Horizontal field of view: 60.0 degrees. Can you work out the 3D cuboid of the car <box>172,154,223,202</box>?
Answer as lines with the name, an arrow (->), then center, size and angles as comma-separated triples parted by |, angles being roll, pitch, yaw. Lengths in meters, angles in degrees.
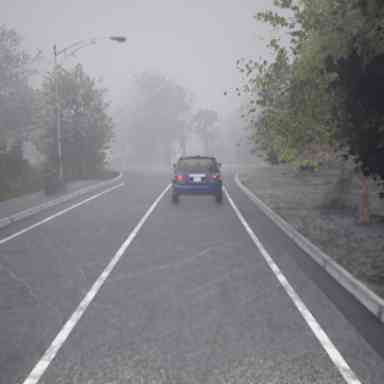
car -> 0.243, -0.778, 15.761 | 2.150, 2.045, 5.566 | 0, 8, 1

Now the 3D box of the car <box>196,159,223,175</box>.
car -> 1.845, -2.604, 33.411 | 2.033, 1.411, 5.357 | 1, 6, 10
